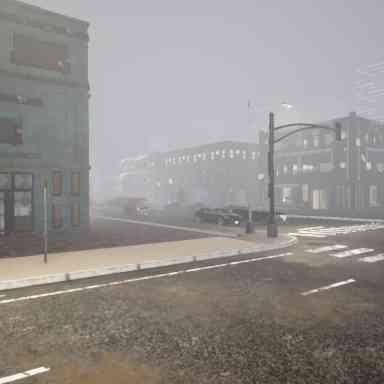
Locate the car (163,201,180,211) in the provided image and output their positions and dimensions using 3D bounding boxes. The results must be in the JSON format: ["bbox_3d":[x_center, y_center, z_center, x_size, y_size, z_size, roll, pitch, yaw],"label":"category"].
[{"bbox_3d":[-2.424,1.966,46.170,1.802,1.307,4.206,-2,0,-35],"label":"car"}]

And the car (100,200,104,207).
[{"bbox_3d":[-15.255,1.940,64.218,2.192,1.841,5.009,-1,0,-35],"label":"car"}]

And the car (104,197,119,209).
[{"bbox_3d":[-12.082,1.774,55.297,2.150,2.045,5.566,-1,0,-35],"label":"car"}]

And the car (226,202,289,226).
[{"bbox_3d":[5.159,1.691,25.457,2.128,1.511,4.902,-1,0,-34],"label":"car"}]

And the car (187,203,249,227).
[{"bbox_3d":[1.890,1.814,25.421,1.947,1.339,4.313,-2,0,-35],"label":"car"}]

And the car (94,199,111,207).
[{"bbox_3d":[-18.456,2.227,68.730,1.887,1.381,4.507,-1,0,-35],"label":"car"}]

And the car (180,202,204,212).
[{"bbox_3d":[0.782,1.903,41.659,1.802,1.307,4.206,-2,0,-35],"label":"car"}]

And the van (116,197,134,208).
[{"bbox_3d":[-12.048,1.907,59.706,1.690,1.788,3.998,-1,0,-35],"label":"van"}]

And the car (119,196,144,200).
[{"bbox_3d":[-6.822,1.658,42.387,2.150,2.045,5.566,-1,0,-35],"label":"car"}]

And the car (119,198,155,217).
[{"bbox_3d":[-6.051,1.846,36.802,1.967,1.590,4.097,-1,0,-35],"label":"car"}]

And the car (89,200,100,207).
[{"bbox_3d":[-18.296,2.269,64.050,1.895,1.301,4.718,-1,0,-36],"label":"car"}]
